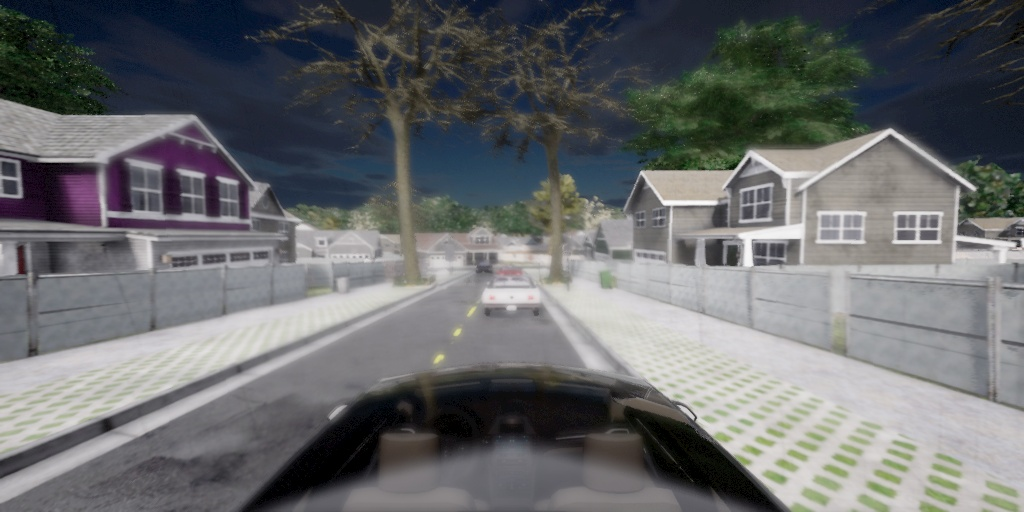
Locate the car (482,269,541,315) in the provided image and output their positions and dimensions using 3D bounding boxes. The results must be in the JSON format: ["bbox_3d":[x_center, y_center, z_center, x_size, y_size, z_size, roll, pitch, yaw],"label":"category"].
[{"bbox_3d":[-0.008,1.343,13.430,1.895,1.301,4.718,0,0,0],"label":"car"}]

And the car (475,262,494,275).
[{"bbox_3d":[-3.049,1.350,41.027,2.033,1.411,5.357,0,0,0],"label":"car"}]

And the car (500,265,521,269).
[{"bbox_3d":[-0.110,1.371,28.314,1.895,1.301,4.718,0,0,0],"label":"car"}]
